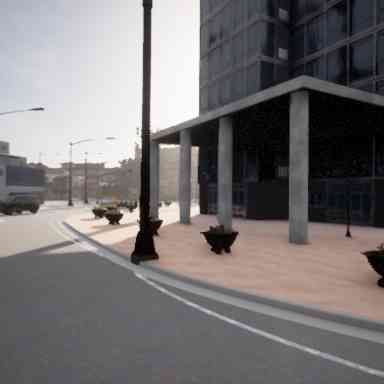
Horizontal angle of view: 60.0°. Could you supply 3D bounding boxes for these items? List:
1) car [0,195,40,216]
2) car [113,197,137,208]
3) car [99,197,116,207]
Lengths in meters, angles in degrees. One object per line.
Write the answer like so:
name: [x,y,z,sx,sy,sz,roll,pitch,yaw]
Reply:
car: [-18.149,1.293,34.094,2.150,2.045,5.566,1,-1,17]
car: [-10.348,1.906,53.380,1.895,1.301,4.718,1,0,11]
car: [-13.697,1.634,55.253,2.097,1.767,4.553,1,0,11]
